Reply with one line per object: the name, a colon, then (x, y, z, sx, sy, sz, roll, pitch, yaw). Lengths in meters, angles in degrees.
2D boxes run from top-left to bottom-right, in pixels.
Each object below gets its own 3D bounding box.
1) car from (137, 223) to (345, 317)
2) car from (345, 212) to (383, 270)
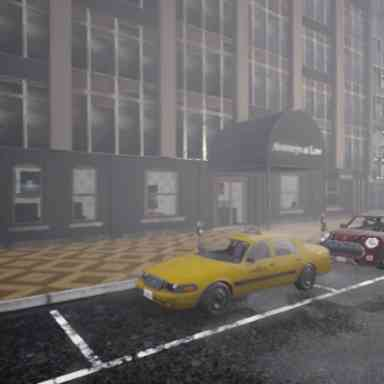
car: (1.173, 1.513, 7.400, 4.829, 1.417, 1.752, 0, 0, -36)
car: (5.951, 1.413, 10.810, 4.097, 1.590, 1.967, 0, 0, -36)
